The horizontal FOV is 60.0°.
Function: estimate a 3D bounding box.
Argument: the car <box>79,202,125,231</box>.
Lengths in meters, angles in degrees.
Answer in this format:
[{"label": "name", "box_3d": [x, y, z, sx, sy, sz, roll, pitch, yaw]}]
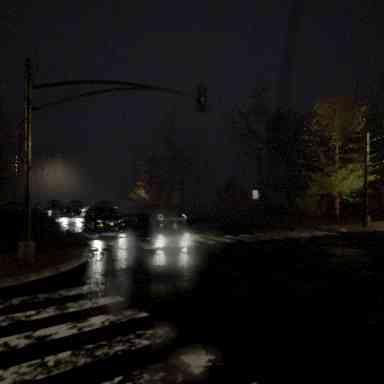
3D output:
[{"label": "car", "box_3d": [-5.826, 1.662, 21.718, 1.837, 1.490, 4.892, 1, -1, -27]}]

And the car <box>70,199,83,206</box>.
[{"label": "car", "box_3d": [-26.134, 2.295, 75.040, 2.033, 1.411, 5.357, 1, -1, -27]}]

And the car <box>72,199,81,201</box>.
[{"label": "car", "box_3d": [-18.567, 2.009, 53.452, 1.882, 1.535, 5.008, 1, -1, -27]}]

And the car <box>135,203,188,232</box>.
[{"label": "car", "box_3d": [-2.050, 1.523, 21.585, 2.097, 1.767, 4.553, 1, -1, -29]}]

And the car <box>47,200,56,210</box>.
[{"label": "car", "box_3d": [-21.569, 2.068, 52.186, 1.812, 1.442, 4.674, 1, -1, -27]}]

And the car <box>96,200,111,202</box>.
[{"label": "car", "box_3d": [-9.298, 1.684, 35.438, 2.097, 1.767, 4.553, 1, -1, -27]}]

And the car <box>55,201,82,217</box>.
[{"label": "car", "box_3d": [-13.201, 1.923, 35.894, 1.895, 1.301, 4.718, 1, -1, -27]}]
